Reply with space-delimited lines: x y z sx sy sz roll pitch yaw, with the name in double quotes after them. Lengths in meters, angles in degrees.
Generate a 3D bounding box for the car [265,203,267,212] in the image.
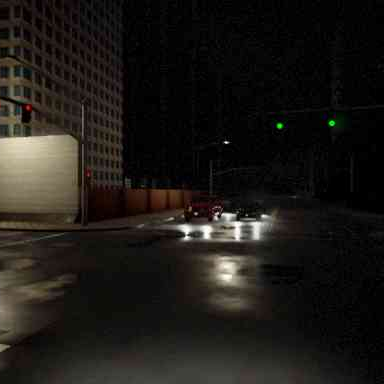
7.365 1.564 37.233 2.128 1.511 4.902 0 0 15 "car"

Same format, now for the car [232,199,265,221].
4.886 1.566 28.167 1.837 1.490 4.892 0 0 15 "car"

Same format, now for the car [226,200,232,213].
3.682 1.631 37.042 1.994 1.385 4.181 0 0 15 "car"

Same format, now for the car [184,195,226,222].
1.057 1.276 27.436 2.150 2.045 5.566 0 0 16 "car"
